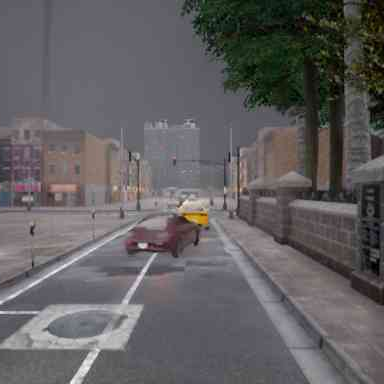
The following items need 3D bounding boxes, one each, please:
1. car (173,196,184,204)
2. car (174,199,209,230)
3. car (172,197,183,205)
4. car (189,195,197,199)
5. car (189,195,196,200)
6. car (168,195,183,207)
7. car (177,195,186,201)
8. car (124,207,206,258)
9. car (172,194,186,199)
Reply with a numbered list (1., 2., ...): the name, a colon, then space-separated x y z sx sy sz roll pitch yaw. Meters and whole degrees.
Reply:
1. car: -2.528 1.508 63.703 1.752 1.417 4.829 0 0 0
2. car: 0.083 1.467 21.035 1.882 1.535 5.008 0 0 1
3. car: -2.537 1.565 58.421 1.802 1.307 4.206 0 0 0
4. car: 0.138 1.572 78.511 1.895 1.301 4.718 0 0 0
5. car: 0.155 1.388 88.487 1.994 1.385 4.181 0 0 0
6. car: -2.556 1.509 47.347 1.752 1.417 4.829 0 0 0
7. car: -2.499 1.535 80.229 2.008 1.369 4.403 0 0 0
8. car: -0.972 1.519 12.706 1.812 1.442 4.674 0 0 14
9. car: -2.547 1.298 52.969 2.192 1.841 5.009 0 0 0
